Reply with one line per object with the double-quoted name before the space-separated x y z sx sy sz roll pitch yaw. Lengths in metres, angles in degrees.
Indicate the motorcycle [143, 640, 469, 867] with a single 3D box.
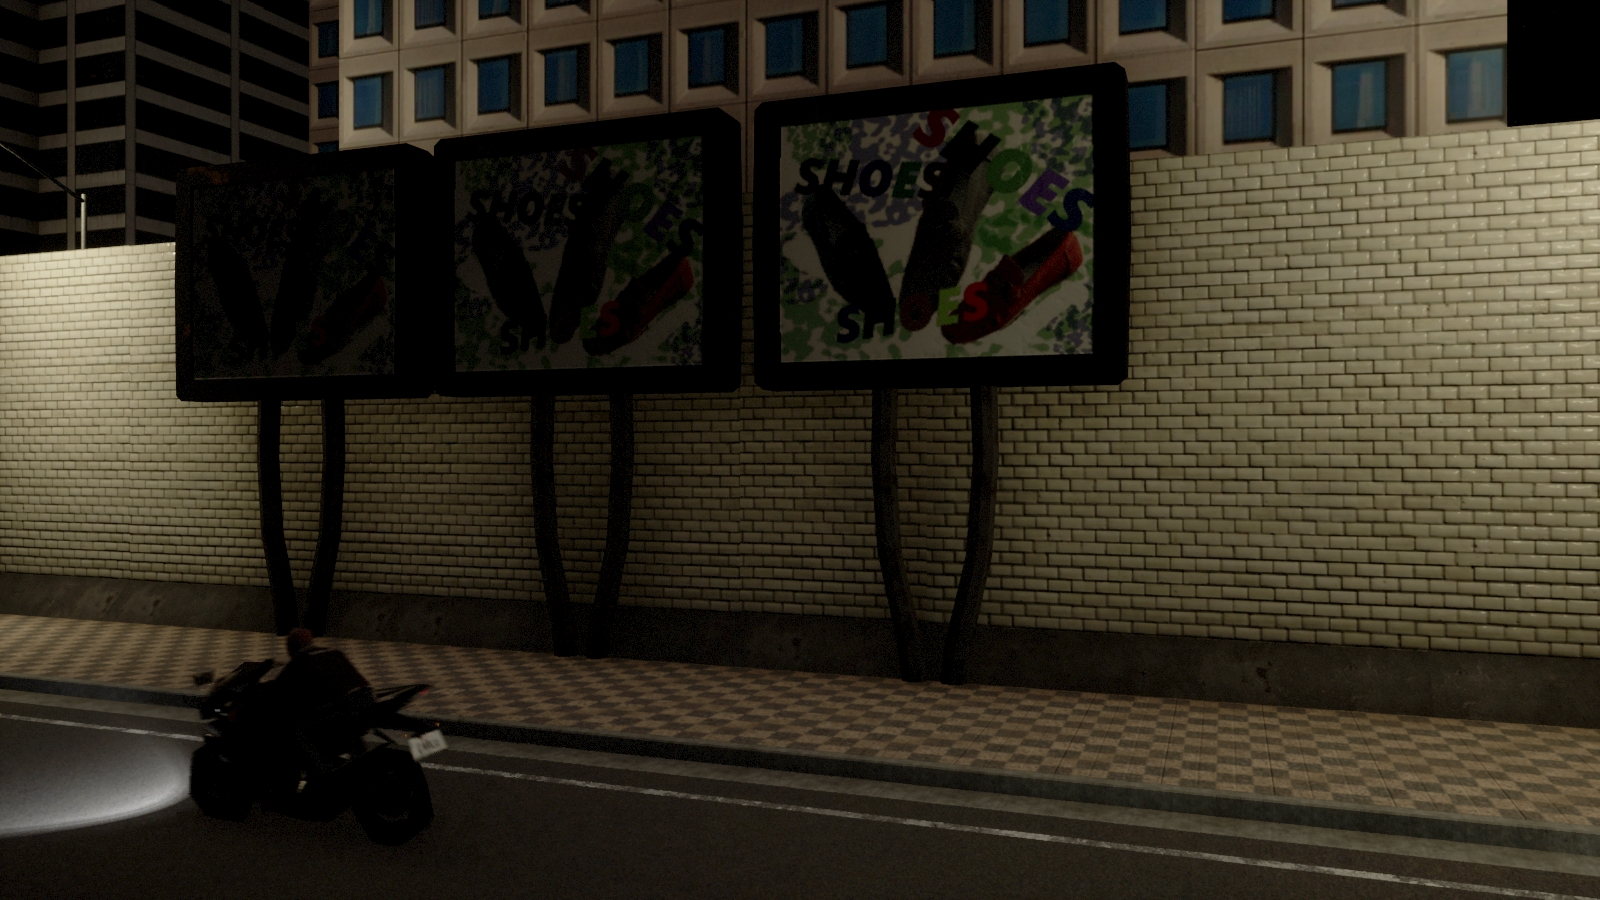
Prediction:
"motorcycle" -3.628 2.149 8.394 2.209 1.251 0.867 0 0 20
